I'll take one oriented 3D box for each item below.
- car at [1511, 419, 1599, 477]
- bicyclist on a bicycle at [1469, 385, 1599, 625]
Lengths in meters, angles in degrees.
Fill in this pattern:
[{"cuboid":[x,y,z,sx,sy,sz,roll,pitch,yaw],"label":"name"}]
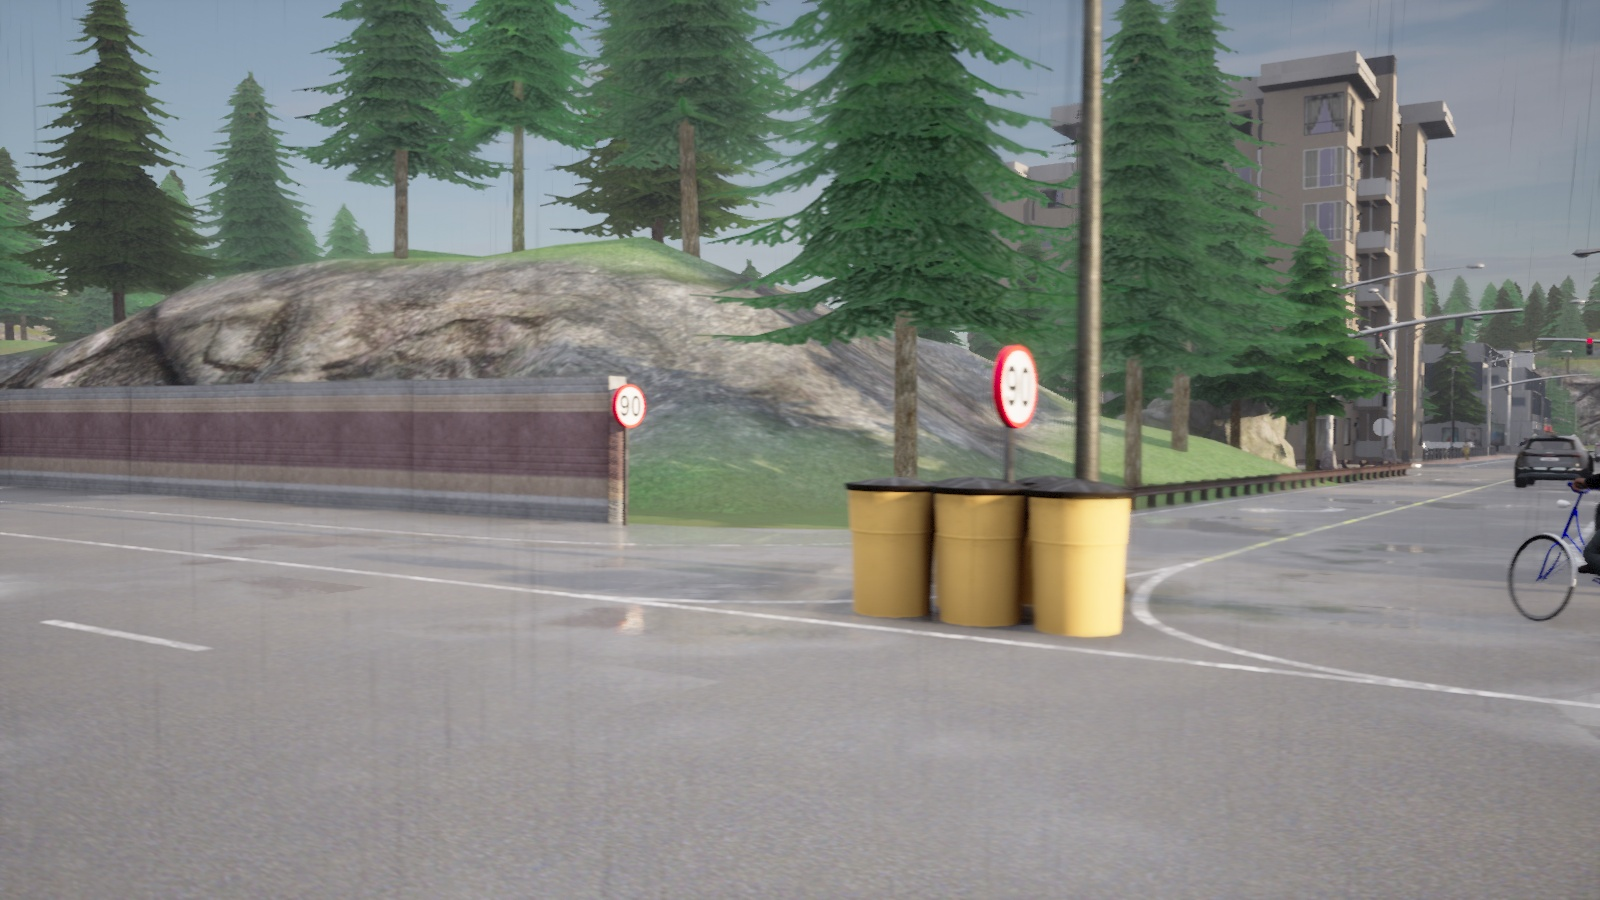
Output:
[{"cuboid":[23.197,-0.094,38.496,2.033,1.649,4.856,0,1,34],"label":"car"},{"cuboid":[6.172,0.415,9.602,0.659,1.776,1.843,2,0,-20],"label":"bicyclist on a bicycle"}]
